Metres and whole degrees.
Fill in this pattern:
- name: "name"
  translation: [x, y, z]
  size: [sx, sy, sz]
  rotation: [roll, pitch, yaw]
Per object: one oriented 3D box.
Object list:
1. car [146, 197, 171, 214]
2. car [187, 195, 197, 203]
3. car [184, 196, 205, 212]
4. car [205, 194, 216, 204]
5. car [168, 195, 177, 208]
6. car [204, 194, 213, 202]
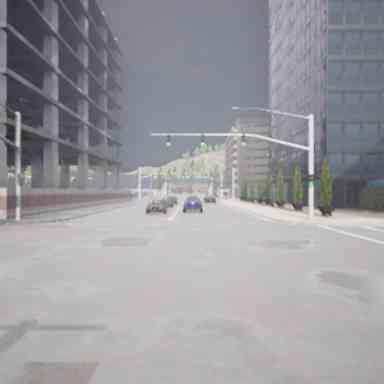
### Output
- name: "car"
  translation: [-3.572, 1.505, 34.393]
  size: [1.994, 1.385, 4.181]
  rotation: [0, 0, 1]
- name: "car"
  translation: [0.017, 1.429, 68.522]
  size: [2.033, 1.411, 5.357]
  rotation: [0, 0, 0]
- name: "car"
  translation: [0.105, 1.286, 38.340]
  size: [2.097, 1.767, 4.553]
  rotation: [0, 0, 0]
- name: "car"
  translation: [3.509, 1.369, 62.838]
  size: [1.882, 1.535, 5.008]
  rotation: [0, 0, 0]
- name: "car"
  translation: [-3.555, 1.486, 45.543]
  size: [1.994, 1.385, 4.181]
  rotation: [0, 0, 0]
- name: "car"
  translation: [3.508, 1.251, 71.544]
  size: [1.882, 1.535, 5.008]
  rotation: [0, 0, 0]
